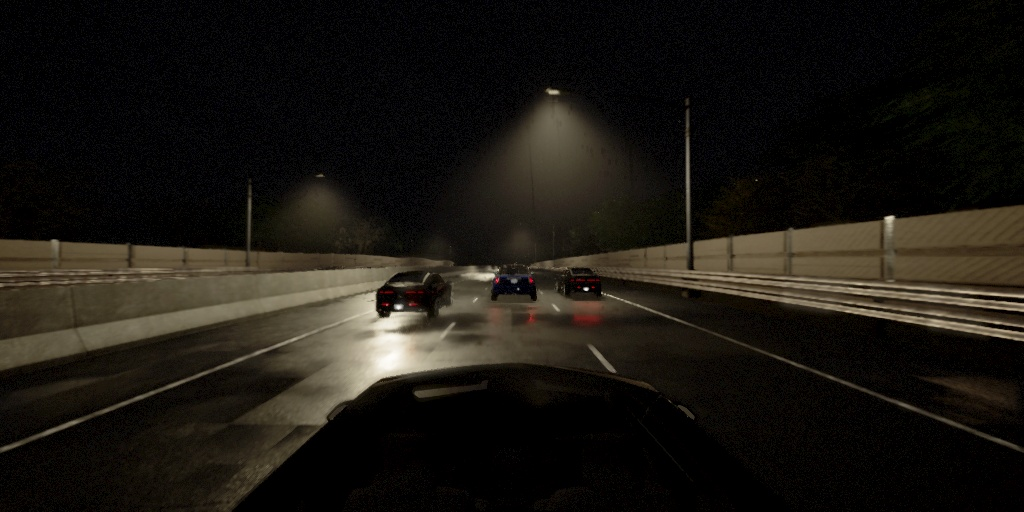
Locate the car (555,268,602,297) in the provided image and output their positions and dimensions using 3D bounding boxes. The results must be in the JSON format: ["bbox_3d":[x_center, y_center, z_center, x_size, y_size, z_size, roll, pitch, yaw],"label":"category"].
[{"bbox_3d":[3.600,1.389,19.839,1.837,1.490,4.892,0,-1,0],"label":"car"}]

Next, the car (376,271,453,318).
[{"bbox_3d":[-3.400,1.296,13.192,1.837,1.490,4.892,0,-1,0],"label":"car"}]

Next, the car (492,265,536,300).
[{"bbox_3d":[0.100,1.226,18.712,2.097,1.767,4.553,0,-1,0],"label":"car"}]

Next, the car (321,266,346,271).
[{"bbox_3d":[-21.009,1.952,42.163,1.837,1.490,4.892,0,-2,0],"label":"car"}]

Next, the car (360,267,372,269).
[{"bbox_3d":[-17.502,2.036,43.044,1.994,1.385,4.181,0,-2,0],"label":"car"}]
